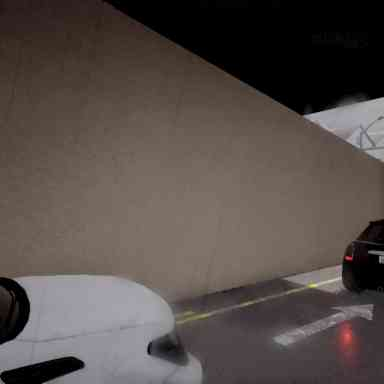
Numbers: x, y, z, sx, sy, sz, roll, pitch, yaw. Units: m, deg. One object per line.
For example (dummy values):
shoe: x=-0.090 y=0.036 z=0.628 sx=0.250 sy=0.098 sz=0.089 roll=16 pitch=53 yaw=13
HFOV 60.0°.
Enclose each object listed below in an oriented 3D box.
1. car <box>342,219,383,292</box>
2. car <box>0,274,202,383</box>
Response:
car: x=5.521 y=1.352 z=7.702 sx=4.553 sy=1.767 sz=2.097 roll=0 pitch=0 yaw=-36
car: x=-2.573 y=1.221 z=1.953 sx=5.566 sy=2.045 sz=2.150 roll=0 pitch=0 yaw=-35
